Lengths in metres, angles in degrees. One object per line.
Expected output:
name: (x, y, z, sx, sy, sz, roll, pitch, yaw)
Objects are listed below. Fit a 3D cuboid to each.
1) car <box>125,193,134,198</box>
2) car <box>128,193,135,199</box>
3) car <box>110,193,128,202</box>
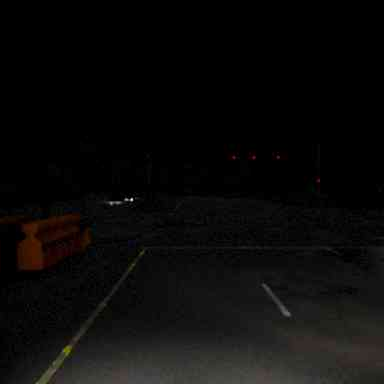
car: (-17.586, 0.928, 92.951, 1.895, 1.301, 4.718, 0, 0, -18)
car: (-14.563, 0.996, 78.295, 1.994, 1.385, 4.181, 0, 0, -3)
car: (-14.233, 1.104, 63.354, 2.033, 1.411, 5.357, 0, 0, 0)
